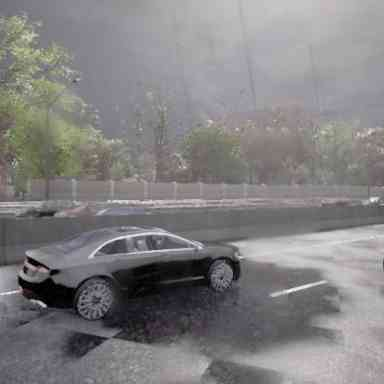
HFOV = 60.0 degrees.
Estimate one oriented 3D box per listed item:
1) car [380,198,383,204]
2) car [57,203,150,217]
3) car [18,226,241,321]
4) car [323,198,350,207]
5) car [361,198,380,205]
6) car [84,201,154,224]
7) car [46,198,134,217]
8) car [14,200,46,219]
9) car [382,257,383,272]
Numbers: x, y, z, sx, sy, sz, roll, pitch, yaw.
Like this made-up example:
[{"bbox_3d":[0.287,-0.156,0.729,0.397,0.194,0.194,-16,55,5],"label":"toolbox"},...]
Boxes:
[{"bbox_3d":[28.743,1.384,45.938,5.566,2.045,2.150,0,0,-35],"label":"car"},{"bbox_3d":[-4.492,1.544,17.984,4.674,1.442,1.812,0,0,-36],"label":"car"},{"bbox_3d":[-1.054,1.501,7.296,4.902,1.511,2.128,0,0,-35],"label":"car"},{"bbox_3d":[21.443,1.626,49.347,5.008,1.535,1.882,0,0,-35],"label":"car"},{"bbox_3d":[26.744,1.655,48.810,4.902,1.511,2.128,0,0,-35],"label":"car"},{"bbox_3d":[-5.614,1.518,25.773,4.902,1.511,2.128,0,0,-35],"label":"car"},{"bbox_3d":[-6.378,1.370,20.938,4.553,1.767,2.097,0,0,-35],"label":"car"},{"bbox_3d":[-10.979,1.368,25.463,4.553,1.767,2.097,0,0,-38],"label":"car"},{"bbox_3d":[6.639,1.553,8.496,4.674,1.442,1.812,0,0,-36],"label":"car"}]
